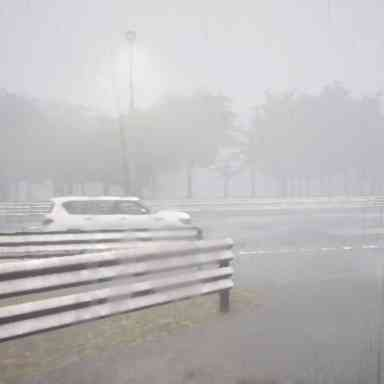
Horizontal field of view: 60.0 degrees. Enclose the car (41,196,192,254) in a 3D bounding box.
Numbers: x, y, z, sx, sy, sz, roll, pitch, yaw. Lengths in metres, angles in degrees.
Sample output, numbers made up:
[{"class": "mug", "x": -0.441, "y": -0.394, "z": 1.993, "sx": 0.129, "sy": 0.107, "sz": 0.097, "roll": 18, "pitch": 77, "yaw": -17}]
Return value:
[{"class": "car", "x": -2.714, "y": 1.158, "z": 12.692, "sx": 5.566, "sy": 2.045, "sz": 2.150, "roll": -1, "pitch": 1, "yaw": -10}]
